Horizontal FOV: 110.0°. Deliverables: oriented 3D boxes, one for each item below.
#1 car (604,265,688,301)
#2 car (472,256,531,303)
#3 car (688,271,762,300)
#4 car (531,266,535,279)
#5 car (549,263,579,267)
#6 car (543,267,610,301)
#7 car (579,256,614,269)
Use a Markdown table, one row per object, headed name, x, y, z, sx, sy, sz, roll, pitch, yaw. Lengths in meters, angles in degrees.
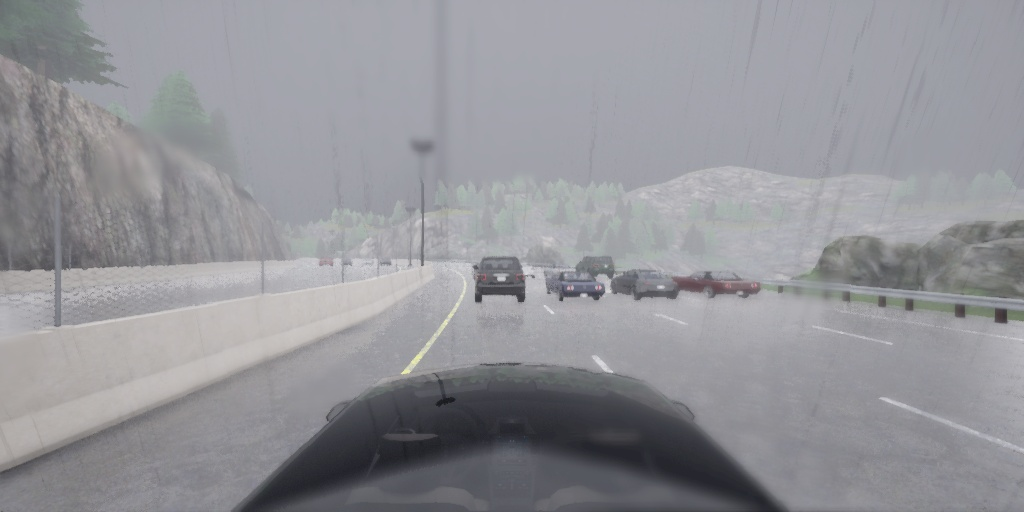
| name | x | y | z | sx | sy | sz | roll | pitch | yaw |
| --- | --- | --- | --- | --- | --- | --- | --- | --- | --- |
| car | 6.329 | 1.322 | 17.535 | 1.994 | 1.385 | 4.181 | 0 | 0 | -5 |
| car | -0.649 | 1.008 | 16.980 | 2.150 | 2.045 | 5.566 | 0 | 0 | -5 |
| car | 9.815 | 1.366 | 17.857 | 1.895 | 1.301 | 4.718 | 0 | 0 | -5 |
| car | 0.876 | 1.283 | 32.845 | 1.812 | 1.442 | 4.674 | 0 | 0 | -10 |
| car | 4.322 | 1.366 | 33.456 | 1.895 | 1.301 | 4.718 | 0 | 0 | -10 |
| car | 2.839 | 1.366 | 17.272 | 1.895 | 1.301 | 4.718 | 0 | 0 | -5 |
| car | 7.773 | 1.008 | 34.038 | 2.150 | 2.045 | 5.566 | 0 | 0 | -10 |
